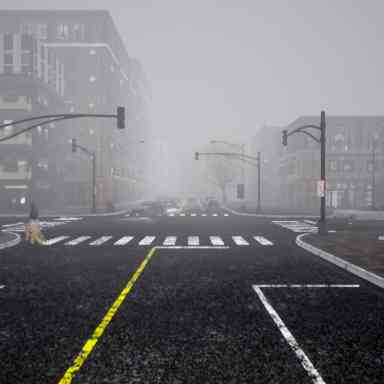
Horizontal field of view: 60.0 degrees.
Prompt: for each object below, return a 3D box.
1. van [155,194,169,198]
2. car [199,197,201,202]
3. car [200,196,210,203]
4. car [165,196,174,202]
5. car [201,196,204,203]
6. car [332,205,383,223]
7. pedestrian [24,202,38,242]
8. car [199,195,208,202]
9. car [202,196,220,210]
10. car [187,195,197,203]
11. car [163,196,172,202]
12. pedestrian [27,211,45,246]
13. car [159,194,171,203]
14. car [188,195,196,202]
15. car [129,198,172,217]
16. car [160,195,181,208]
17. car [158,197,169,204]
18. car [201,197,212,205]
[{"bbox_3d":[-5.697,1.394,60.571,1.690,1.788,3.998,0,0,0],"label":"van"},{"bbox_3d":[2.685,1.483,54.873,1.967,1.590,4.097,0,0,0],"label":"car"},{"bbox_3d":[2.683,1.627,71.963,2.008,1.369,4.403,0,0,0],"label":"car"},{"bbox_3d":[-5.698,1.656,83.357,2.008,1.369,4.403,0,0,0],"label":"car"},{"bbox_3d":[2.686,1.474,49.176,1.967,1.590,4.097,0,0,0],"label":"car"},{"bbox_3d":[13.470,1.666,25.768,4.718,1.301,1.895,0,0,0],"label":"car"},{"bbox_3d":[-6.965,1.293,14.538,0.375,1.860,0.375,0,0,0],"label":"pedestrian"},{"bbox_3d":[2.682,1.530,77.660,1.967,1.590,4.097,0,0,0],"label":"car"},{"bbox_3d":[2.686,1.576,43.479,2.008,1.369,4.403,0,0,0],"label":"car"},{"bbox_3d":[-0.005,1.619,70.661,1.994,1.385,4.181,0,0,0],"label":"car"},{"bbox_3d":[-5.698,1.656,77.661,1.947,1.339,4.313,0,0,0],"label":"car"},{"bbox_3d":[-6.530,1.573,13.940,0.375,1.300,0.375,0,0,0],"label":"pedestrian"},{"bbox_3d":[-5.698,1.391,71.964,2.192,1.841,5.009,0,0,0],"label":"car"},{"bbox_3d":[-0.006,1.549,80.669,2.033,1.411,5.357,0,0,0],"label":"car"},{"bbox_3d":[-3.988,1.556,31.326,2.033,1.411,5.357,0,0,16],"label":"car"},{"bbox_3d":[-3.101,1.525,48.003,2.128,1.511,4.902,0,0,0],"label":"car"},{"bbox_3d":[-5.697,1.646,66.267,1.802,1.307,4.206,0,0,0],"label":"car"},{"bbox_3d":[2.684,1.635,60.570,1.802,1.307,4.206,0,0,0],"label":"car"}]
